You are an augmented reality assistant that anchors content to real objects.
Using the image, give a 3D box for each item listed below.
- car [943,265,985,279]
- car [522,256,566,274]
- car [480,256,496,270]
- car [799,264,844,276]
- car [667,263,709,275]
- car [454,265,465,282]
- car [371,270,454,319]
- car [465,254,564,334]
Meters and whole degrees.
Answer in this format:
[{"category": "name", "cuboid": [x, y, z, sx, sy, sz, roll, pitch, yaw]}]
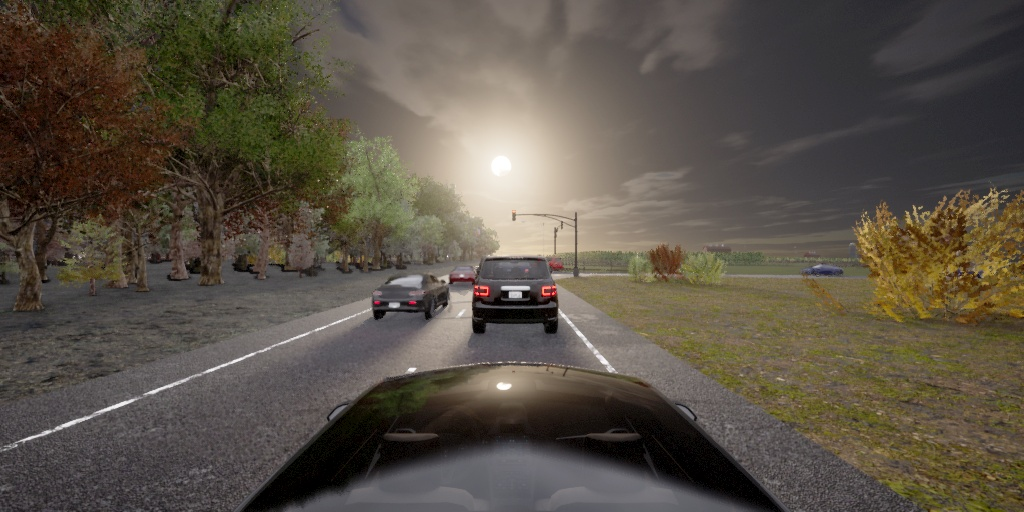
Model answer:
[{"category": "car", "cuboid": [50.293, 1.775, 40.462, 5.008, 1.535, 1.882, 1, -1, 1]}, {"category": "car", "cuboid": [4.151, 1.075, 47.541, 5.566, 2.045, 2.150, 2, 2, 38]}, {"category": "car", "cuboid": [-3.511, 0.979, 53.489, 2.150, 2.045, 5.566, 0, 0, 0]}, {"category": "car", "cuboid": [38.000, 1.749, 44.114, 4.674, 1.442, 1.812, 1, -1, 0]}, {"category": "car", "cuboid": [21.579, 1.549, 44.160, 4.892, 1.490, 1.837, 1, -1, 0]}, {"category": "car", "cuboid": [-3.453, 1.320, 26.716, 1.994, 1.385, 4.181, 0, 0, 0]}, {"category": "car", "cuboid": [-3.433, 1.279, 12.704, 1.812, 1.442, 4.674, 0, -1, 0]}, {"category": "car", "cuboid": [0.078, 0.974, 10.813, 2.150, 2.045, 5.566, 0, 0, 0]}]
